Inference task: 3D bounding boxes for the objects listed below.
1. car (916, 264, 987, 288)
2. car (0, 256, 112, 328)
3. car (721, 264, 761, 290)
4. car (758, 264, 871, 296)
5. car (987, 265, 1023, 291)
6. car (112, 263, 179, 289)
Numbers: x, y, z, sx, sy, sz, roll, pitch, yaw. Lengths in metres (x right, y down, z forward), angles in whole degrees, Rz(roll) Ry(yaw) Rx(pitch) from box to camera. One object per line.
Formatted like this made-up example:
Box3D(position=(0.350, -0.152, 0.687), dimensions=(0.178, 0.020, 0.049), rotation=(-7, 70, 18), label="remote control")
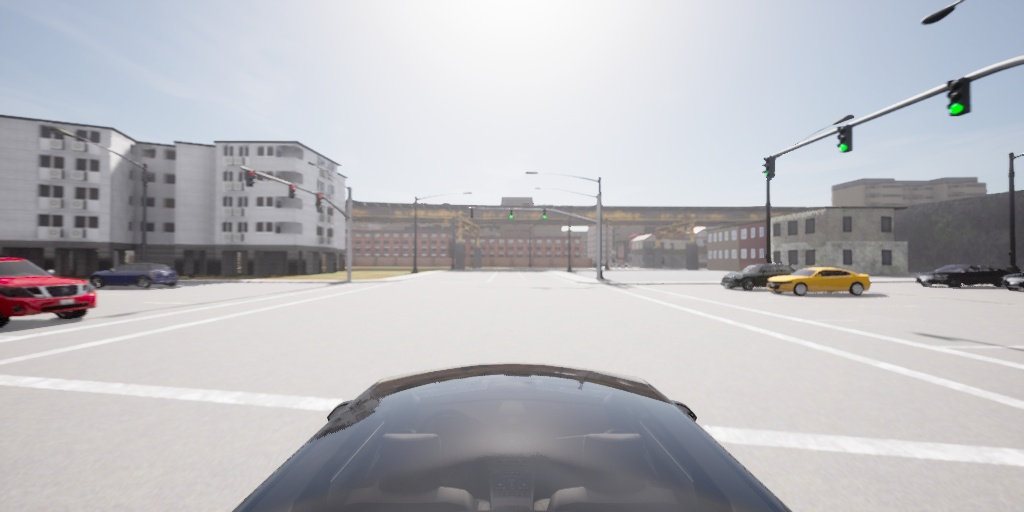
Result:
Box3D(position=(29.875, 1.318, 23.796), dimensions=(4.902, 1.511, 2.128), rotation=(-1, -1, 1), label="car")
Box3D(position=(-16.014, 1.005, 10.709), dimensions=(5.566, 2.045, 2.150), rotation=(0, -1, 0), label="car")
Box3D(position=(16.522, 1.322, 23.899), dimensions=(4.553, 1.767, 2.097), rotation=(0, -1, 0), label="car")
Box3D(position=(17.308, 1.396, 20.393), dimensions=(5.008, 1.535, 1.882), rotation=(0, -1, 0), label="car")
Box3D(position=(30.916, 1.264, 20.286), dimensions=(4.902, 1.511, 2.128), rotation=(-1, -1, 1), label="car")
Box3D(position=(-25.536, 1.255, 24.260), dimensions=(4.553, 1.767, 2.097), rotation=(0, -1, 0), label="car")
